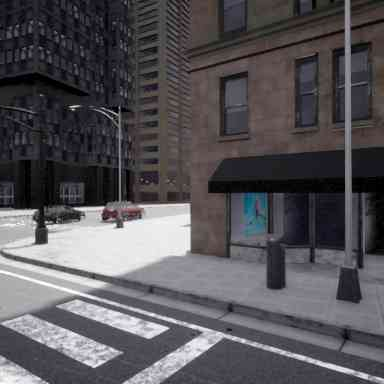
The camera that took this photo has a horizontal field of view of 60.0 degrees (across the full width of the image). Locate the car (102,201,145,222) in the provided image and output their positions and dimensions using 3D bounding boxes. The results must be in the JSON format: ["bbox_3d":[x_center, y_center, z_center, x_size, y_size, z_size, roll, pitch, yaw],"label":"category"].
[{"bbox_3d":[-5.892,1.572,29.134,2.097,1.767,4.553,0,-1,19],"label":"car"}]

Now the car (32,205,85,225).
[{"bbox_3d":[-10.337,1.711,26.074,1.812,1.442,4.674,0,-1,17],"label":"car"}]
